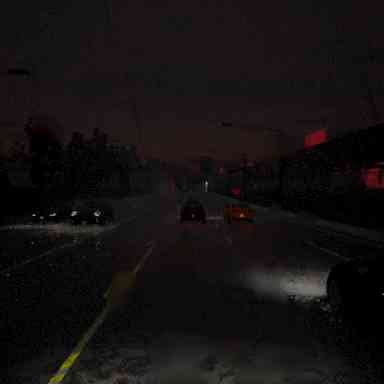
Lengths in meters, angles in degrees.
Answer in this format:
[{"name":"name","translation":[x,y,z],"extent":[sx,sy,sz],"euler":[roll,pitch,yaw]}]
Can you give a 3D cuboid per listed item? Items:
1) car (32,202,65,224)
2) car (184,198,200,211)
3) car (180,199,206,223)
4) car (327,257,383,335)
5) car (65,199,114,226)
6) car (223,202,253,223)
[{"name":"car","translation":[-10.625,1.594,25.914],"extent":[1.837,1.490,4.892],"euler":[0,-1,0]},{"name":"car","translation":[0.055,1.594,43.411],"extent":[1.994,1.385,4.181],"euler":[0,0,0]},{"name":"car","translation":[0.072,1.560,26.428],"extent":[1.882,1.535,5.008],"euler":[0,0,0]},{"name":"car","translation":[3.588,1.542,4.705],"extent":[1.812,1.442,4.674],"euler":[0,0,0]},{"name":"car","translation":[-7.124,1.433,24.182],"extent":[2.097,1.767,4.553],"euler":[0,0,0]},{"name":"car","translation":[3.573,1.559,26.355],"extent":[1.882,1.535,5.008],"euler":[0,0,0]}]
